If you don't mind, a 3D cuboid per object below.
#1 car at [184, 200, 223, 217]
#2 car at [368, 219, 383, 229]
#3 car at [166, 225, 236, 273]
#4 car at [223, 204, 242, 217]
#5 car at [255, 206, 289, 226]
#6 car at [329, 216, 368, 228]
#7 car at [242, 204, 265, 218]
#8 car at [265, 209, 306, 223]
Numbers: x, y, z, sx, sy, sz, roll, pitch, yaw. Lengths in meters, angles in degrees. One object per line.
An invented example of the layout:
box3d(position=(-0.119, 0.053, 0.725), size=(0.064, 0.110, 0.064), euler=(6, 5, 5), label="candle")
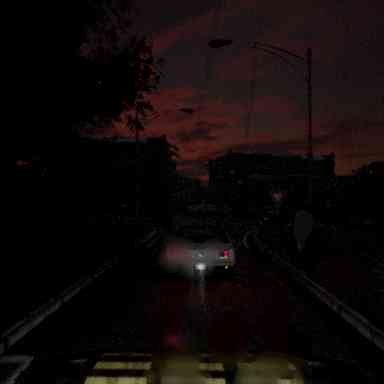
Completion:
box3d(position=(1.028, 2.011, 42.848), size=(2.435, 2.045, 5.566), euler=(1, -2, -31), label="car")
box3d(position=(24.565, 4.414, 47.574), size=(2.002, 1.452, 4.674), euler=(7, -3, -31), label="car")
box3d(position=(0.293, 1.741, 11.067), size=(1.895, 1.301, 4.718), euler=(0, -1, 1), label="car")
box3d(position=(3.896, 2.297, 43.497), size=(2.185, 1.767, 4.553), euler=(4, -3, -32), label="car")
box3d(position=(8.558, 2.468, 32.243), size=(4.674, 1.442, 1.812), euler=(6, -2, -41), label="car")
box3d(position=(21.605, 4.129, 46.999), size=(2.002, 1.452, 4.674), euler=(6, -3, -31), label="car")
box3d(position=(6.858, 2.543, 44.057), size=(2.185, 1.767, 4.553), euler=(6, -3, -32), label="car")
box3d(position=(12.663, 3.236, 45.436), size=(1.946, 1.575, 5.366), euler=(6, -3, -31), label="car")
